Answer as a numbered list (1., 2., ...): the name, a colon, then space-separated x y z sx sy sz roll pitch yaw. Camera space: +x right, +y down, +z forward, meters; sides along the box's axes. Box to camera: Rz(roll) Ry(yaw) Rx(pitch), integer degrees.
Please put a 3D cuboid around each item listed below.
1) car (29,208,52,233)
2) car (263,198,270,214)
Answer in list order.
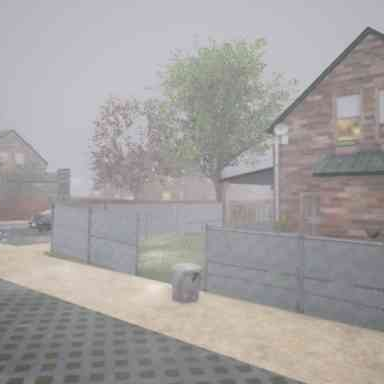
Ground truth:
1. car: -6.543 1.494 18.399 1.812 1.442 4.674 0 -1 35
2. car: 10.989 1.875 43.680 2.150 2.045 5.566 0 -1 35
